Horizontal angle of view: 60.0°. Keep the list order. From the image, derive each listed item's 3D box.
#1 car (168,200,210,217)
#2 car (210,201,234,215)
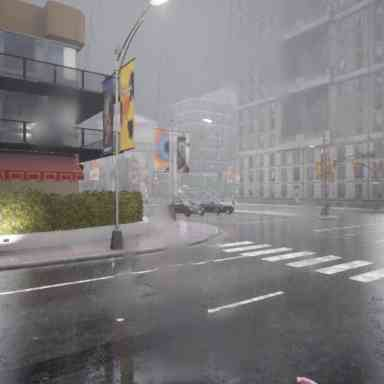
[{"bbox_3d":[-0.647,1.526,32.065,1.812,1.442,4.674,0,0,-35],"label":"car"},{"bbox_3d":[2.204,1.601,34.094,1.895,1.301,4.718,0,0,-35],"label":"car"}]
